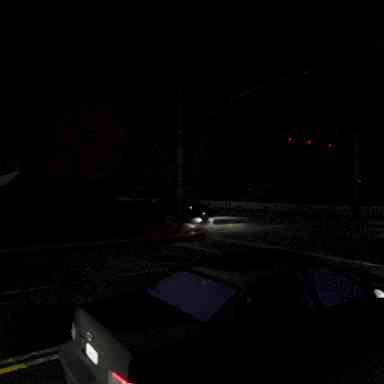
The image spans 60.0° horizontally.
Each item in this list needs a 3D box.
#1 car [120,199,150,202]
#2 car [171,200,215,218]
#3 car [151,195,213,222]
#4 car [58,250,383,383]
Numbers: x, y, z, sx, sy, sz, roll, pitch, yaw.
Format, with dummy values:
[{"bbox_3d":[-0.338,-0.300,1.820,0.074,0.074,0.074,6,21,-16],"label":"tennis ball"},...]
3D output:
[{"bbox_3d":[-6.929,1.578,35.266,2.033,1.411,5.357,0,0,-37],"label":"car"},{"bbox_3d":[0.003,1.565,31.912,1.812,1.442,4.674,0,0,-37],"label":"car"},{"bbox_3d":[-0.765,1.253,27.078,2.150,2.045,5.566,0,0,-37],"label":"car"},{"bbox_3d":[1.105,1.555,4.570,5.357,1.411,2.033,0,0,-36],"label":"car"}]
